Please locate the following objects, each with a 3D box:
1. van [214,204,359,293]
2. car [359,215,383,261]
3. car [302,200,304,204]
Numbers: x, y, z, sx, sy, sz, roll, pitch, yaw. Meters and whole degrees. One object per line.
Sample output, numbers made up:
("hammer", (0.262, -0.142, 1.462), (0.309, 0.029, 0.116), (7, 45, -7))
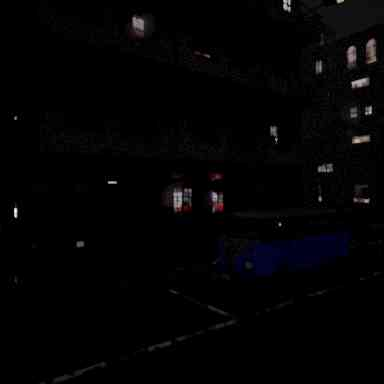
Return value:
("van", (2.399, 1.328, 8.555), (3.998, 1.788, 1.690), (0, -1, -37))
("car", (6.829, 1.528, 11.948), (4.403, 1.369, 2.008), (0, -1, -37))
("car", (11.553, 1.303, 40.963), (1.887, 1.381, 4.507), (-1, 1, -37))
